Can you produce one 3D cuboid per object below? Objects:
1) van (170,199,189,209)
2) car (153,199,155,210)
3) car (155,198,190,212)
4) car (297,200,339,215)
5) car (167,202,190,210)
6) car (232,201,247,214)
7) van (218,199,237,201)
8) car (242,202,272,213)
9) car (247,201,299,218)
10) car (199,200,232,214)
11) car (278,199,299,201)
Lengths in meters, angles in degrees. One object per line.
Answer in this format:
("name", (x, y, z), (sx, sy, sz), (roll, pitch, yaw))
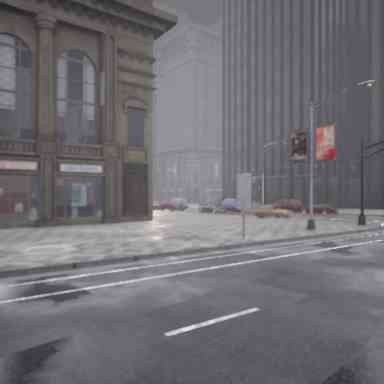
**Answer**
("van", (-2.422, 2.236, 64.806), (1.690, 1.788, 3.998), (-1, 0, -35))
("car", (-5.876, 2.347, 54.888), (1.887, 1.381, 4.507), (-1, 0, -35))
("car", (-3.051, 2.051, 50.905), (2.192, 1.841, 5.009), (-1, 0, -35))
("car", (15.230, 2.025, 39.901), (1.887, 1.381, 4.507), (-1, 0, -35))
("car", (-2.415, 2.440, 60.033), (1.895, 1.301, 4.718), (0, -1, -35))
("car", (6.089, 2.177, 42.664), (1.895, 1.301, 4.718), (0, -1, -35))
("van", (6.402, 2.030, 52.354), (1.690, 1.788, 3.998), (-1, 0, -35))
("car", (9.348, 2.202, 48.202), (1.802, 1.307, 4.206), (-1, 0, -35))
("car", (8.369, 1.992, 34.834), (1.752, 1.417, 4.829), (-1, 0, -35))
("car", (2.612, 2.154, 42.938), (2.008, 1.369, 4.403), (-1, 0, -35))
("car", (12.284, 1.865, 44.053), (2.192, 1.841, 5.009), (-1, 0, -35))
